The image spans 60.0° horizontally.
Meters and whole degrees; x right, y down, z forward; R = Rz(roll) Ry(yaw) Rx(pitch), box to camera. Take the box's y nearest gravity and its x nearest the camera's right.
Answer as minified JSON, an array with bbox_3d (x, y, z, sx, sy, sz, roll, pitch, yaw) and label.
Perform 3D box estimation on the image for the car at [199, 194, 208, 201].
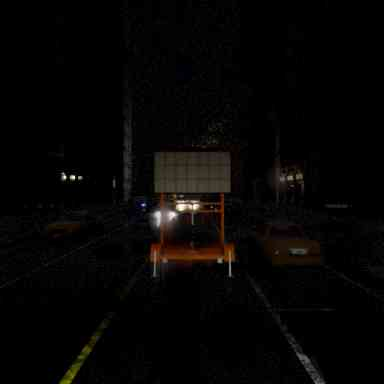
[{"bbox_3d":[2.994,1.434,89.836,2.192,1.841,5.009,0,0,0],"label":"car"}]

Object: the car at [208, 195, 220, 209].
[{"bbox_3d":[2.910,1.434,33.440,1.967,1.590,4.097,0,0,0],"label":"car"}]

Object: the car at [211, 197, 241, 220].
[{"bbox_3d":[2.901,1.431,27.802,1.967,1.590,4.097,0,0,0],"label":"car"}]

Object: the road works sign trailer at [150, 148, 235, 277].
[{"bbox_3d":[0.016,0.461,10.200,2.380,3.560,2.880,0,0,0],"label":"road works sign trailer"}]

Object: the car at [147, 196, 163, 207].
[{"bbox_3d":[-5.590,1.458,50.386,1.967,1.590,4.097,0,0,0],"label":"car"}]

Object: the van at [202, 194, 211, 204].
[{"bbox_3d":[2.961,1.391,67.278,1.690,1.788,3.998,0,0,0],"label":"van"}]

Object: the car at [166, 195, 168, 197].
[{"bbox_3d":[-5.582,1.573,56.024,1.887,1.381,4.507,0,0,0],"label":"car"}]

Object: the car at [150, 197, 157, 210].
[{"bbox_3d":[-5.607,1.565,39.107,1.947,1.339,4.313,0,0,0],"label":"car"}]

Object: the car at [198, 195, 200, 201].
[{"bbox_3d":[2.977,1.658,78.557,1.802,1.307,4.206,0,0,0],"label":"car"}]

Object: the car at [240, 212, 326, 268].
[{"bbox_3d":[2.884,1.521,11.086,1.752,1.417,4.829,0,0,1],"label":"car"}]

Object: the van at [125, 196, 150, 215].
[{"bbox_3d":[-5.615,1.335,33.469,1.690,1.788,3.998,0,0,0],"label":"van"}]

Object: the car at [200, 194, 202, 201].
[{"bbox_3d":[2.953,1.479,61.638,1.967,1.590,4.097,0,0,0],"label":"car"}]

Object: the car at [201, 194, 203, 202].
[{"bbox_3d":[2.935,1.333,50.359,2.192,1.841,5.009,0,0,0],"label":"car"}]

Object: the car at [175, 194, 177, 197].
[{"bbox_3d":[-5.540,1.412,84.218,2.192,1.841,5.009,0,0,0],"label":"car"}]

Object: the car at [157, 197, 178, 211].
[{"bbox_3d":[-3.040,1.601,39.920,1.895,1.301,4.718,0,0,0],"label":"car"}]

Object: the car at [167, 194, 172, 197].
[{"bbox_3d":[-5.564,1.632,67.303,1.802,1.307,4.206,0,0,0],"label":"car"}]

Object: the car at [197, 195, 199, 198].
[{"bbox_3d":[2.985,1.663,84.195,1.947,1.339,4.313,0,0,0],"label":"car"}]

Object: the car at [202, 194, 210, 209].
[{"bbox_3d":[2.927,1.323,44.720,2.192,1.841,5.009,0,0,0],"label":"car"}]

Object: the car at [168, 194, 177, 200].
[{"bbox_3d":[-5.523,1.461,95.471,2.192,1.841,5.009,0,0,0],"label":"car"}]

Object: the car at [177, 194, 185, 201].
[{"bbox_3d":[-2.862,1.613,90.188,2.128,1.511,4.902,0,0,0],"label":"car"}]

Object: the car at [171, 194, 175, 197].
[{"bbox_3d":[-5.548,1.601,78.410,1.752,1.417,4.829,0,0,0],"label":"car"}]

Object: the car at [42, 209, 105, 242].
[{"bbox_3d":[-5.642,1.519,16.344,1.752,1.417,4.829,0,0,1],"label":"car"}]
